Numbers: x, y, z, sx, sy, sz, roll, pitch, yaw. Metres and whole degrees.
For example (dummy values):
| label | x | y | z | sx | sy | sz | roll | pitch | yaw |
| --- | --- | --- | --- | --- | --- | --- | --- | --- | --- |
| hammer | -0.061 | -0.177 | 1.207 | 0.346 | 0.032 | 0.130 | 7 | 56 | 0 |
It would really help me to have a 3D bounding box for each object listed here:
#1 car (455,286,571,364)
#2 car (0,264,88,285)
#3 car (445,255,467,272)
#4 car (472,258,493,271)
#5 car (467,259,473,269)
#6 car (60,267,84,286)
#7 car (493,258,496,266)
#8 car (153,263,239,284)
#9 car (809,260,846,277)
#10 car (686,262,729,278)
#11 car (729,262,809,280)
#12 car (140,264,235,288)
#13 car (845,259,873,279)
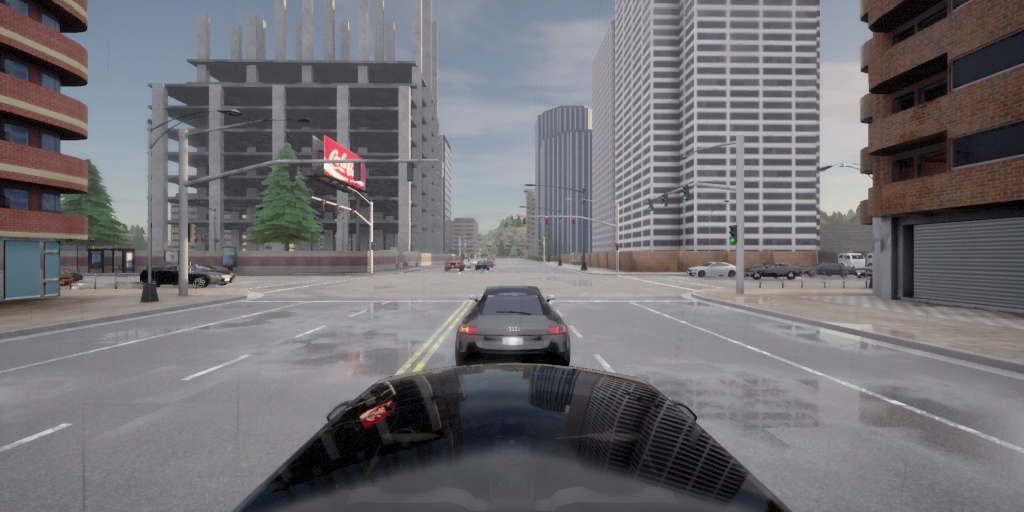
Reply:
| label | x | y | z | sx | sy | sz | roll | pitch | yaw |
| --- | --- | --- | --- | --- | --- | --- | --- | --- | --- |
| car | 0.010 | 1.314 | 7.664 | 1.994 | 1.385 | 4.181 | 0 | 0 | 0 |
| car | -34.141 | 1.314 | 26.081 | 4.181 | 1.385 | 1.994 | 0 | 0 | -1 |
| car | -7.568 | 0.971 | 47.595 | 2.150 | 2.045 | 5.566 | 0 | 0 | -4 |
| car | -4.058 | 1.350 | 50.046 | 1.895 | 1.301 | 4.718 | 0 | 0 | -1 |
| car | -7.617 | 1.275 | 57.272 | 1.812 | 1.442 | 4.674 | 0 | 0 | 0 |
| car | -30.745 | 1.101 | 22.629 | 4.553 | 1.767 | 2.097 | 0 | 0 | -1 |
| car | -4.135 | 1.313 | 59.971 | 1.994 | 1.385 | 4.181 | 0 | 0 | 0 |
| car | -23.013 | 1.275 | 26.260 | 4.674 | 1.442 | 1.812 | 0 | 0 | -1 |
| car | 29.664 | 1.297 | 34.226 | 5.357 | 1.411 | 2.033 | 0 | 0 | -1 |
| car | 19.082 | 1.275 | 34.055 | 4.674 | 1.442 | 1.812 | 0 | 0 | -1 |
| car | 21.847 | 1.241 | 30.615 | 4.902 | 1.511 | 2.128 | 0 | 0 | -1 |
| car | -20.575 | 1.242 | 22.778 | 4.902 | 1.511 | 2.128 | 0 | 0 | -1 |
| car | 32.221 | 1.241 | 30.755 | 4.902 | 1.511 | 2.128 | 0 | 0 | -1 |
